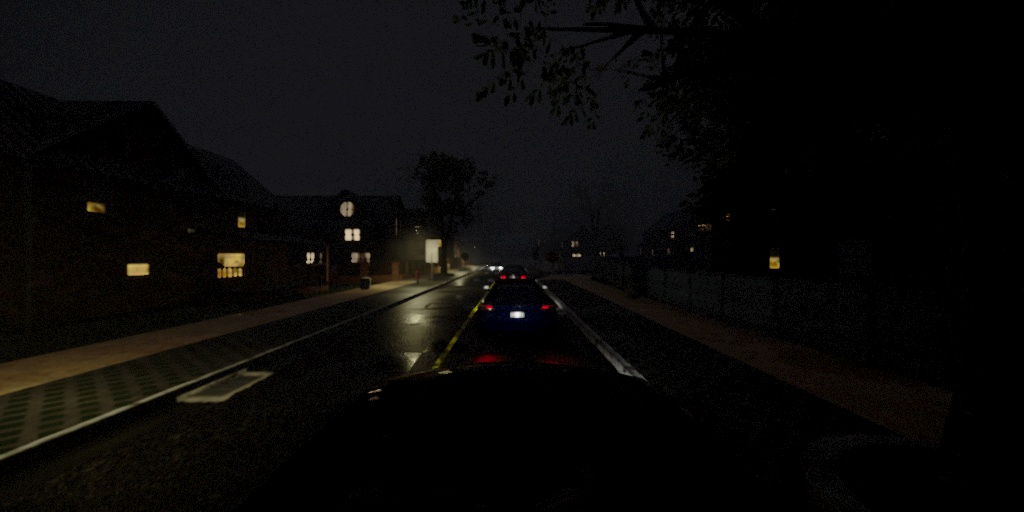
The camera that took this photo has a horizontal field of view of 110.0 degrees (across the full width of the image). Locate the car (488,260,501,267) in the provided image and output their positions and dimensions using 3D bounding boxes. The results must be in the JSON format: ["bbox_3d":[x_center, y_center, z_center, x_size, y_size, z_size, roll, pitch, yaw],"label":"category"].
[{"bbox_3d":[-2.791,1.306,65.054,1.895,1.301,4.718,0,0,-1],"label":"car"}]

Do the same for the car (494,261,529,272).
[{"bbox_3d":[0.136,1.293,23.638,2.033,1.411,5.357,0,0,1],"label":"car"}]

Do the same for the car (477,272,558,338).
[{"bbox_3d":[0.109,1.314,10.201,1.994,1.385,4.181,0,0,0],"label":"car"}]
